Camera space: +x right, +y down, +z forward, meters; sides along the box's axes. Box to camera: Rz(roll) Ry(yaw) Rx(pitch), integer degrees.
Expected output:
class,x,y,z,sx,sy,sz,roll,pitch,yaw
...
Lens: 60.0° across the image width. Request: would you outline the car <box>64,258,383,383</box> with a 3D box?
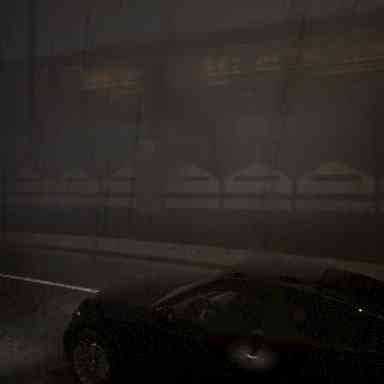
class,x,y,z,sx,sy,sz,roll,pitch,yaw
car,0.704,1.459,3.463,4.674,1.442,1.812,1,1,33
